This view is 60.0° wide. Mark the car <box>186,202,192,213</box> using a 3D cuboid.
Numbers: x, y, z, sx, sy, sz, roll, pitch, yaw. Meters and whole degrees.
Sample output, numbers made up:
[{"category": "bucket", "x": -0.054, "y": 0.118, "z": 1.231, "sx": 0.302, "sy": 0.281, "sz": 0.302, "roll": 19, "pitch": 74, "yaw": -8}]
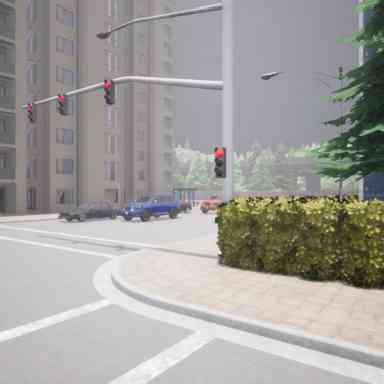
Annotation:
[{"category": "car", "x": -2.023, "y": 1.475, "z": 34.434, "sx": 1.882, "sy": 1.535, "sz": 5.008, "roll": 0, "pitch": 0, "yaw": 36}]

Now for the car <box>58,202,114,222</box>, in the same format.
[{"category": "car", "x": -7.829, "y": 1.545, "z": 26.527, "sx": 2.033, "sy": 1.411, "sz": 5.357, "roll": 0, "pitch": 0, "yaw": 36}]

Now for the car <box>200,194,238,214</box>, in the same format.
[{"category": "car", "x": 3.140, "y": 1.219, "z": 35.544, "sx": 2.150, "sy": 2.045, "sz": 5.566, "roll": 0, "pitch": 0, "yaw": 36}]

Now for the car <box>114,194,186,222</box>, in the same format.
[{"category": "car", "x": -3.207, "y": 1.219, "z": 26.911, "sx": 2.150, "sy": 2.045, "sz": 5.566, "roll": 0, "pitch": 0, "yaw": 36}]

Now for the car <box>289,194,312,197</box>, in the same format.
[{"category": "car", "x": 11.725, "y": 1.220, "z": 35.115, "sx": 2.150, "sy": 2.045, "sz": 5.566, "roll": 0, "pitch": 0, "yaw": 36}]
